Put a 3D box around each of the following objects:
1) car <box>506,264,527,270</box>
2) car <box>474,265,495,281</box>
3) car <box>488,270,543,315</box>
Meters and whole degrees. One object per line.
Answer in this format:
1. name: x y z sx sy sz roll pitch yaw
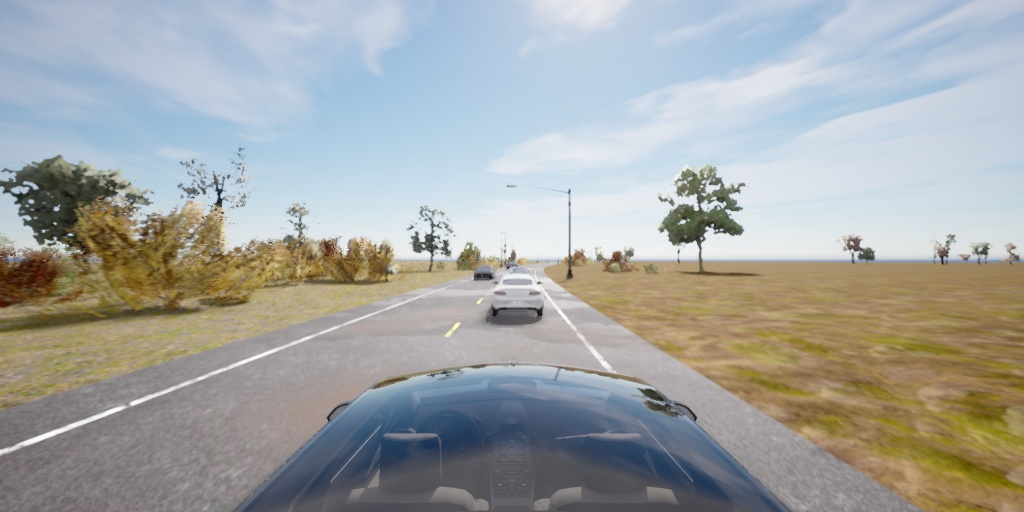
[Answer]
1. car: 0.653 1.679 30.838 2.033 1.411 5.357 0 -1 2
2. car: -2.778 1.691 37.228 1.882 1.535 5.008 0 -1 3
3. car: 0.220 1.442 14.287 1.812 1.442 4.674 0 -1 1
